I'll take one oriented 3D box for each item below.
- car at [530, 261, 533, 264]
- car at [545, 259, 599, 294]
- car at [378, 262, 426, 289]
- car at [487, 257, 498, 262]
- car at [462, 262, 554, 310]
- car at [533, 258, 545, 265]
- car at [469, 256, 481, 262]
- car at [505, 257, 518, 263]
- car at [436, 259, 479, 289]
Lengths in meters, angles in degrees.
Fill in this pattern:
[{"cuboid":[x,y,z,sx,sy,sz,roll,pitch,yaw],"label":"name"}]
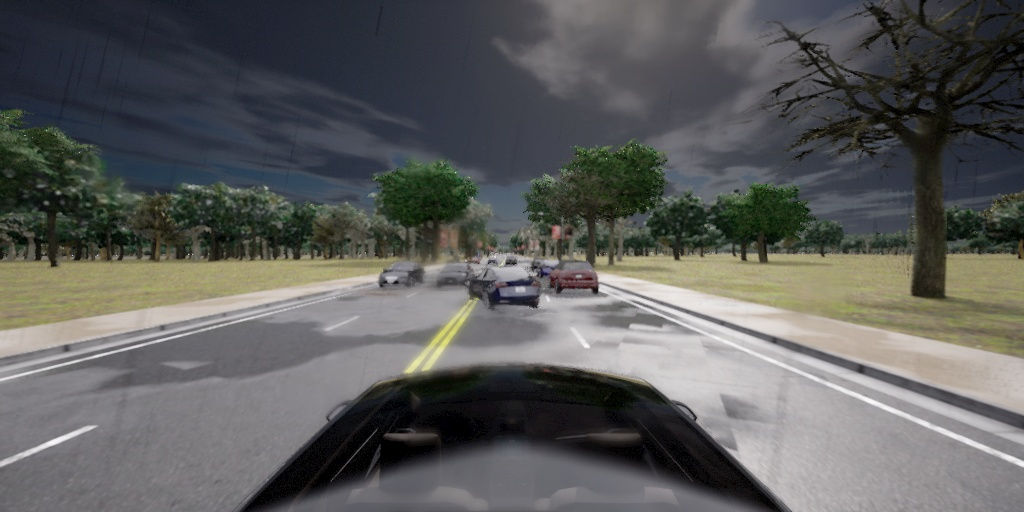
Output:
[{"cuboid":[3.172,0.995,41.515,1.837,1.490,4.892,0,0,0],"label":"car"},{"cuboid":[3.235,0.986,19.473,2.097,1.767,4.553,0,0,0],"label":"car"},{"cuboid":[-6.620,1.109,22.055,2.128,1.511,4.902,0,0,0],"label":"car"},{"cuboid":[-3.448,0.895,64.522,2.033,1.411,5.357,0,0,0],"label":"car"},{"cuboid":[-0.397,1.171,14.382,2.163,1.488,4.792,0,0,-17],"label":"car"},{"cuboid":[3.209,1.066,30.540,2.163,1.488,4.792,0,0,0],"label":"car"},{"cuboid":[-6.698,0.823,64.501,1.882,1.535,5.008,0,0,0],"label":"car"},{"cuboid":[-0.091,0.902,56.357,1.837,1.490,4.892,0,1,0],"label":"car"},{"cuboid":[-3.371,1.122,22.047,1.837,1.490,4.892,0,0,0],"label":"car"}]
